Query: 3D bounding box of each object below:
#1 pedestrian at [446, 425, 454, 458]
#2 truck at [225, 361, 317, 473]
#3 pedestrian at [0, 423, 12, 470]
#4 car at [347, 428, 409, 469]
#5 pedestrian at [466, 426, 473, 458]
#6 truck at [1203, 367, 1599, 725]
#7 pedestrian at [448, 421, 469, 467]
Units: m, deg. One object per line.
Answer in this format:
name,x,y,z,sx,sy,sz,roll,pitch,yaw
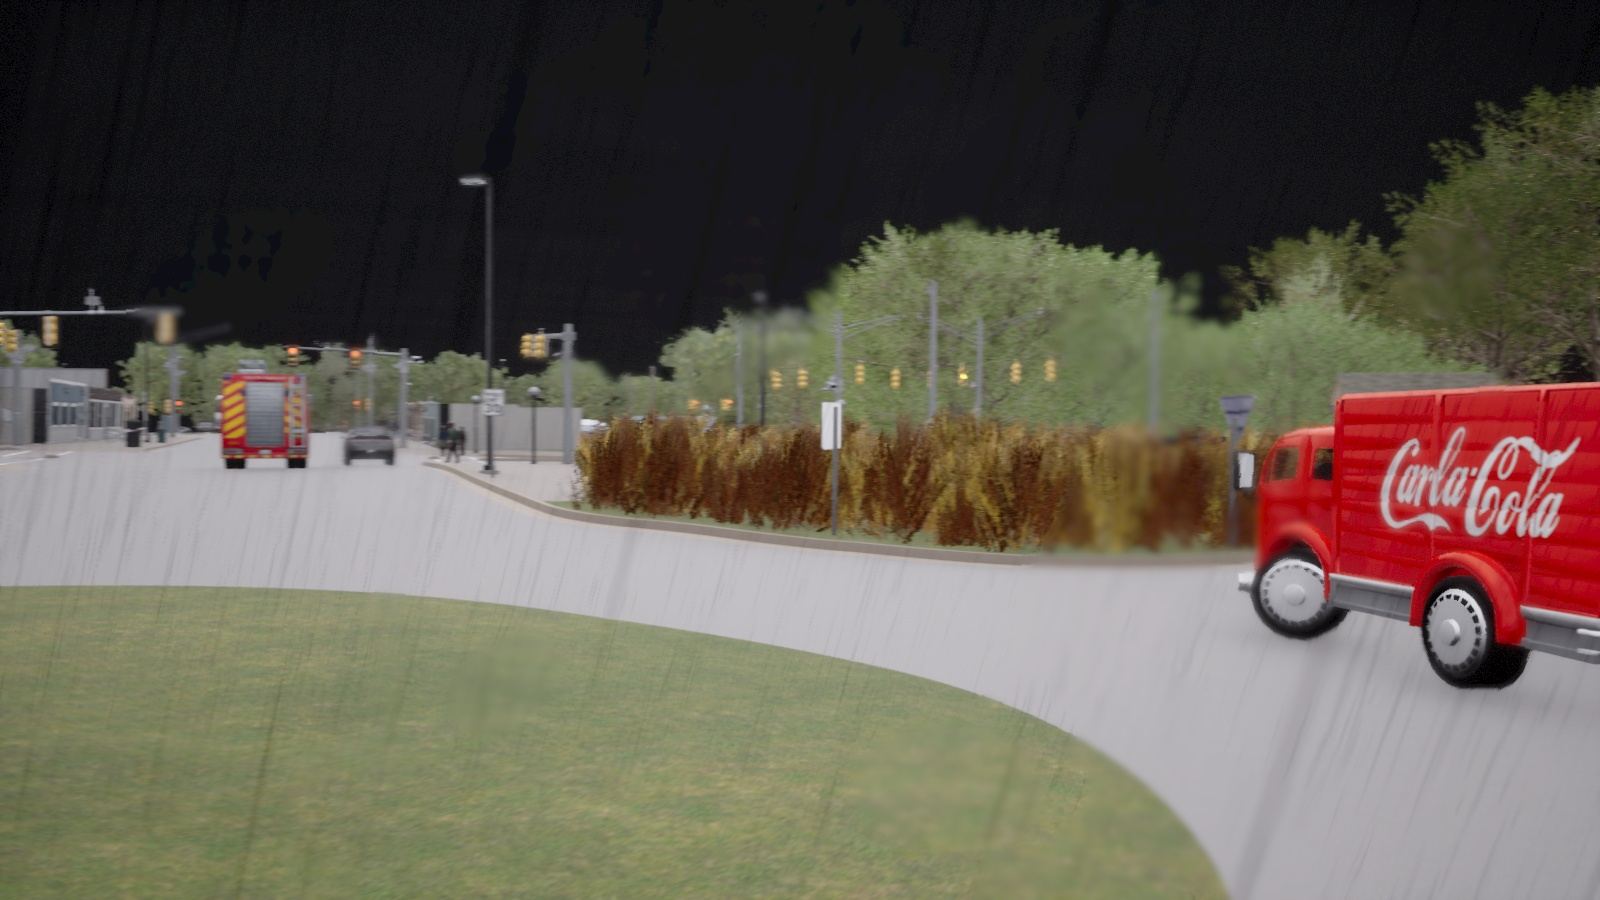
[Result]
pedestrian,-19.639,-0.467,70.449,0.402,1.842,0.726,0,2,-14
truck,-19.869,-1.164,47.529,2.891,3.827,8.468,0,0,-21
pedestrian,-33.712,-0.160,52.869,0.659,1.952,0.873,0,2,-16
car,-16.615,-0.076,49.300,2.128,1.511,4.902,0,0,-21
pedestrian,-20.103,-0.475,76.333,0.395,1.930,0.692,0,2,-17
truck,6.245,0.679,11.464,2.627,2.467,5.204,1,0,-11
pedestrian,-14.795,-0.258,54.438,0.788,1.949,0.423,1,2,11
